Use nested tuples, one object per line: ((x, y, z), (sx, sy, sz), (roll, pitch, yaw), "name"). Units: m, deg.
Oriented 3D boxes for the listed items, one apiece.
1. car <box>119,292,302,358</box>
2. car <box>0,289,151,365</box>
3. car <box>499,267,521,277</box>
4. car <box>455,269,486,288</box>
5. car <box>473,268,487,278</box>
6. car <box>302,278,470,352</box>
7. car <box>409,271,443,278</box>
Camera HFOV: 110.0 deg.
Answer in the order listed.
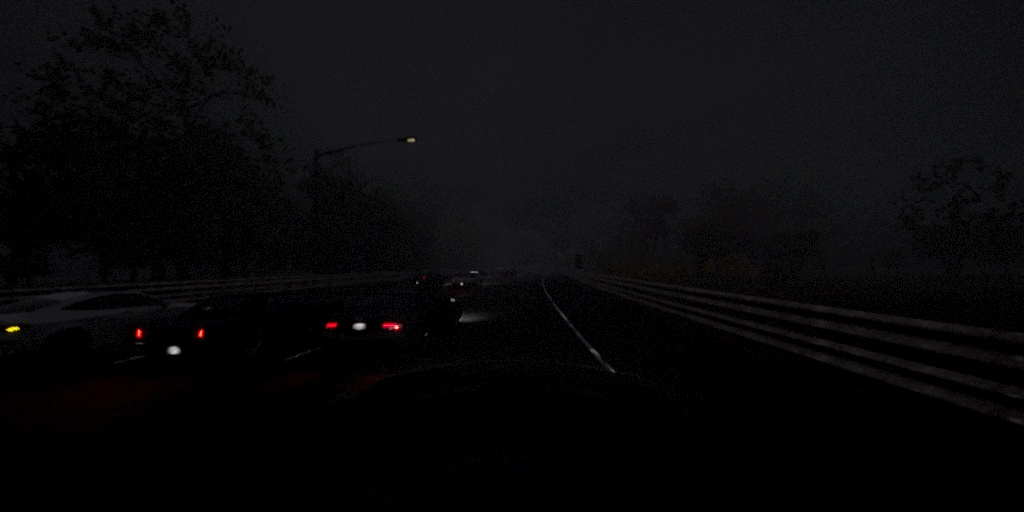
((-6.325, 1.576, 9.136), (1.895, 1.301, 4.718), (-1, -1, 5), "car")
((-9.849, 1.534, 8.716), (1.812, 1.442, 4.674), (-1, -1, 5), "car")
((-0.390, 2.578, 57.578), (2.128, 1.511, 4.902), (-1, -1, 9), "car")
((-3.915, 2.104, 32.001), (1.895, 1.301, 4.718), (-1, -1, 7), "car")
((-4.841, 2.484, 51.472), (2.128, 1.511, 4.902), (-1, -1, 8), "car")
((-2.761, 1.489, 9.530), (2.033, 1.411, 5.357), (-1, -1, 5), "car")
((-7.456, 2.031, 31.692), (2.128, 1.511, 4.902), (-1, -1, 7), "car")
